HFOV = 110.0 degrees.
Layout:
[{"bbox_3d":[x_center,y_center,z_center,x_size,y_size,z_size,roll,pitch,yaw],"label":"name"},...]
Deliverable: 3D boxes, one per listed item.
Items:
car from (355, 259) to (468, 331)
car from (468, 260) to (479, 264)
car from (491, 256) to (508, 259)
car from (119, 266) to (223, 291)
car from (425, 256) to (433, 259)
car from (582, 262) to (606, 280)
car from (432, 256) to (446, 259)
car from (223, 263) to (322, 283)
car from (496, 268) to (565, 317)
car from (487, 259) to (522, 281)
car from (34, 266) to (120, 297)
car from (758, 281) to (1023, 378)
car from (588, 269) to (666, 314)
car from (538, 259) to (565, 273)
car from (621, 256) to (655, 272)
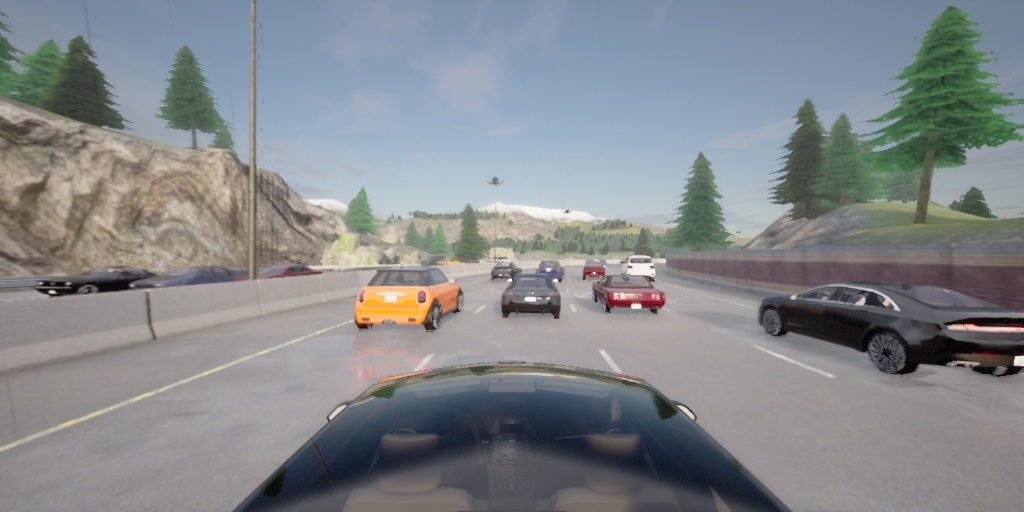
[{"bbox_3d":[-2.915,1.096,11.152,2.097,1.767,4.553,0,0,4],"label":"car"},{"bbox_3d":[-6.672,1.351,57.940,1.895,1.301,4.718,0,0,22],"label":"car"},{"bbox_3d":[-2.263,0.985,59.439,2.150,2.045,5.566,0,0,23],"label":"car"},{"bbox_3d":[-16.477,1.256,18.894,2.033,1.411,5.357,0,0,7],"label":"car"},{"bbox_3d":[-13.143,0.953,60.525,2.150,2.045,5.566,0,0,22],"label":"car"},{"bbox_3d":[7.322,1.259,31.923,1.882,1.535,5.008,0,0,13],"label":"car"},{"bbox_3d":[-10.448,1.217,57.774,1.882,1.535,5.008,0,0,21],"label":"car"},{"bbox_3d":[-12.785,1.197,19.954,1.882,1.535,5.008,0,0,7],"label":"car"},{"bbox_3d":[0.746,1.320,13.199,1.994,1.385,4.181,0,0,5],"label":"car"},{"bbox_3d":[-0.377,1.250,29.498,2.128,1.511,4.902,0,0,12],"label":"car"},{"bbox_3d":[-20.084,1.298,18.050,1.895,1.301,4.718,0,0,7],"label":"car"},{"bbox_3d":[7.335,1.265,7.469,2.128,1.511,4.902,0,0,2],"label":"car"},{"bbox_3d":[4.301,1.368,13.992,1.895,1.301,4.718,0,0,6],"label":"car"},{"bbox_3d":[3.237,1.121,29.638,2.097,1.767,4.553,0,0,12],"label":"car"},{"bbox_3d":[10.400,1.011,29.835,2.150,2.045,5.566,0,0,13],"label":"car"}]
